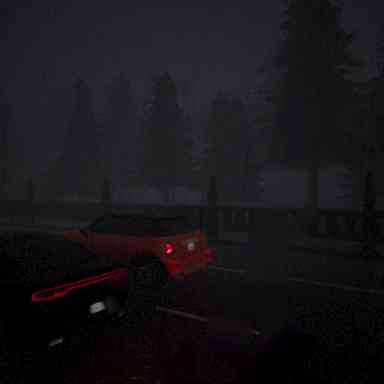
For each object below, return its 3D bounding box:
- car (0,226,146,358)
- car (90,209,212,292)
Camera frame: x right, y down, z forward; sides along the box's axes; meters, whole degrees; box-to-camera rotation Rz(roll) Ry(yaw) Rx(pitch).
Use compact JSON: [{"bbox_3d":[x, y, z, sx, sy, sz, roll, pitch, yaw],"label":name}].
[{"bbox_3d":[-3.409,1.441,5.948,5.008,1.535,1.882,0,0,32],"label":"car"},{"bbox_3d":[-1.820,1.305,9.052,4.553,1.767,2.097,0,0,32],"label":"car"}]
